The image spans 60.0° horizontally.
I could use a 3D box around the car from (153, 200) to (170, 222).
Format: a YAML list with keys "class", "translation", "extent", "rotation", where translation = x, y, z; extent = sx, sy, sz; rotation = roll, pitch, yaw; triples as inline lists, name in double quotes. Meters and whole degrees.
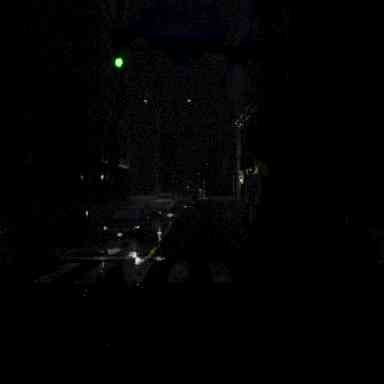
- class: "car"
  translation: [-3.036, 1.561, 26.276]
  extent: [1.895, 1.301, 4.718]
  rotation: [0, 0, 0]

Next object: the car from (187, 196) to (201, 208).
- class: "car"
  translation: [0.225, 1.442, 47.057]
  extent: [2.033, 1.411, 5.357]
  rotation: [0, 0, 0]

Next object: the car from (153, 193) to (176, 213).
- class: "car"
  translation: [-3.001, 1.153, 36.866]
  extent: [2.150, 2.045, 5.566]
  rotation: [0, 0, 0]

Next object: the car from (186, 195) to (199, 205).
- class: "car"
  translation: [0.161, 1.360, 57.380]
  extent: [2.128, 1.511, 4.902]
  rotation: [0, 0, 0]

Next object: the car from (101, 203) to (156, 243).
- class: "car"
  translation: [-3.052, 1.512, 16.316]
  extent: [1.812, 1.442, 4.674]
  rotation: [0, 0, 0]
